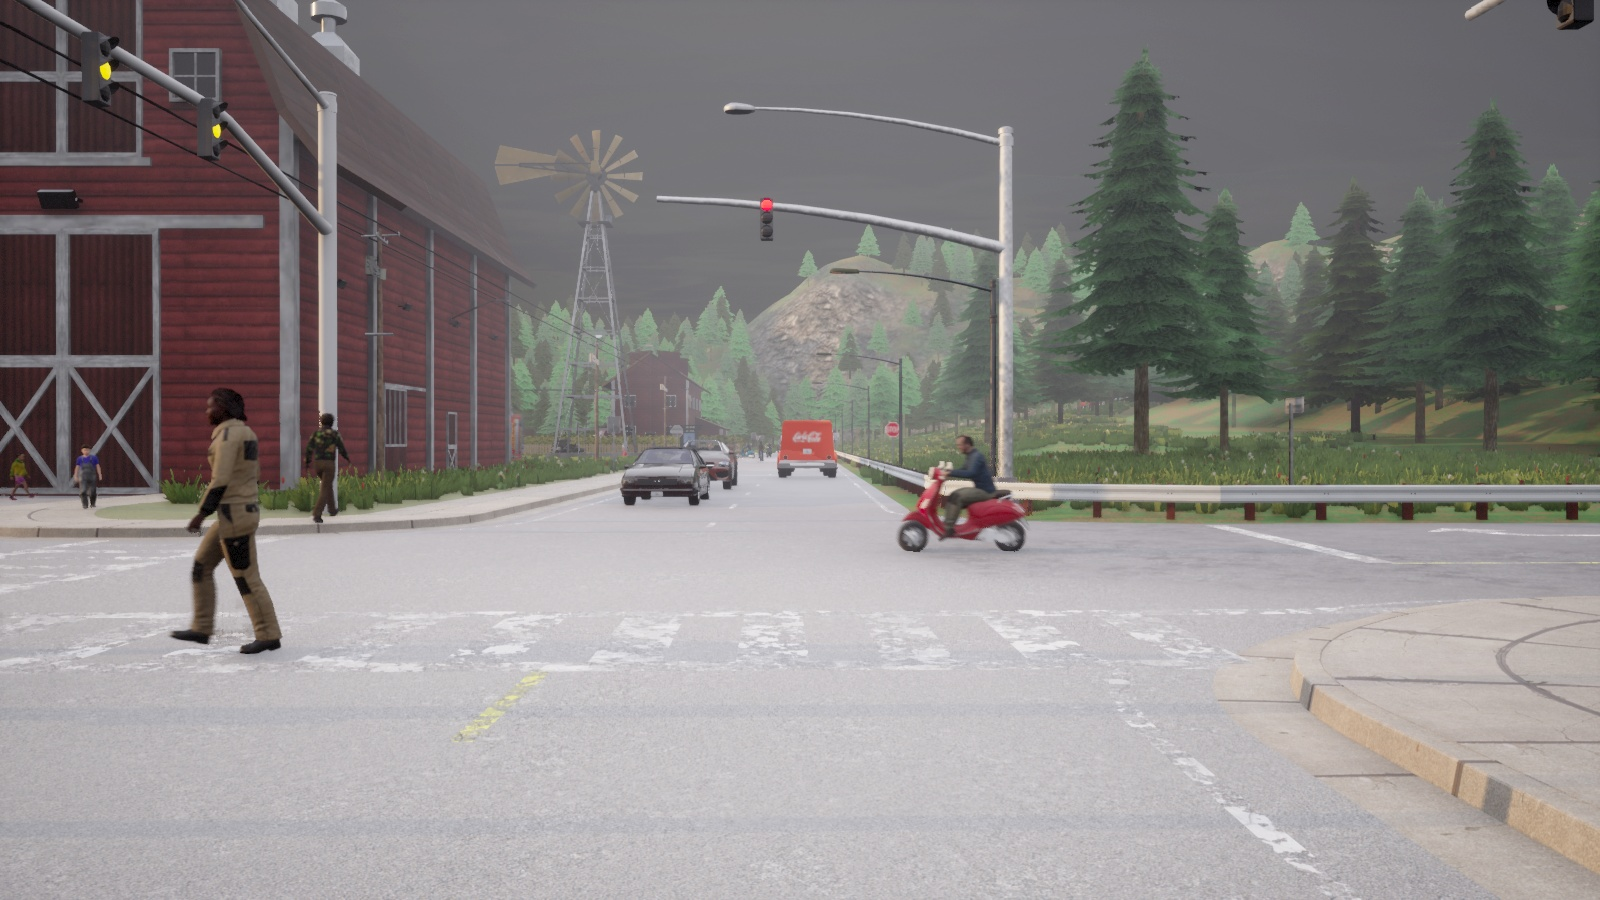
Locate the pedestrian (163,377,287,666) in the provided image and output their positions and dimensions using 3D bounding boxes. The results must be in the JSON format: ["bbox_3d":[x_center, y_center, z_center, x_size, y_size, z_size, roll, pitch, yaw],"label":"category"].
[{"bbox_3d":[-3.931,0.476,8.617,0.692,1.930,0.396,0,0,-9],"label":"pedestrian"}]

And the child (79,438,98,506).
[{"bbox_3d":[-13.257,0.402,23.393,0.270,1.263,0.437,0,0,-25],"label":"child"}]

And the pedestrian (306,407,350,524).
[{"bbox_3d":[-7.881,0.255,20.972,0.395,1.930,0.692,0,0,9],"label":"pedestrian"}]

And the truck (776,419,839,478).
[{"bbox_3d":[0.321,-0.053,55.215,2.627,2.467,5.204,0,0,0],"label":"truck"}]

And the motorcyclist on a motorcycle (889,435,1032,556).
[{"bbox_3d":[2.141,0.592,16.926,1.817,1.590,0.866,0,0,-1],"label":"motorcyclist on a motorcycle"}]

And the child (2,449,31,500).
[{"bbox_3d":[-17.930,0.566,28.749,0.473,1.160,0.299,0,0,-5],"label":"child"}]

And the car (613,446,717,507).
[{"bbox_3d":[-3.308,0.611,31.870,2.033,1.411,5.357,0,0,0],"label":"car"}]

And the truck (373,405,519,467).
[{"bbox_3d":[-22.324,-0.885,79.530,8.468,3.827,2.891,0,0,-1],"label":"truck"}]

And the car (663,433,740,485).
[{"bbox_3d":[-3.251,0.283,42.350,2.152,1.651,5.027,0,0,0],"label":"car"}]
